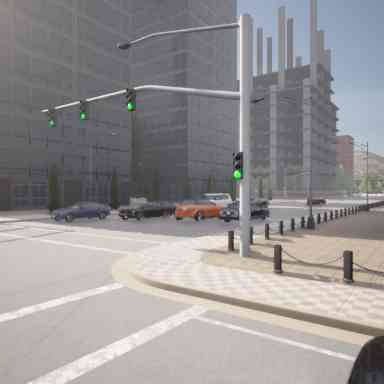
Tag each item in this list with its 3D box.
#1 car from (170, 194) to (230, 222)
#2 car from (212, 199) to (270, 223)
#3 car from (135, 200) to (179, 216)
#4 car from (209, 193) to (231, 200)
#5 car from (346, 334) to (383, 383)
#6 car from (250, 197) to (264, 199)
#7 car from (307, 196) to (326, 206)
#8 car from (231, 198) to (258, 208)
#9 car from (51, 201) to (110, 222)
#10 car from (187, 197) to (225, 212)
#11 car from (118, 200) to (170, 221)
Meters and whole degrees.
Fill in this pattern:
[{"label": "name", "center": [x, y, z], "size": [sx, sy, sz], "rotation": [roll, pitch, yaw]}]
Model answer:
[{"label": "car", "center": [0.712, 1.296, 26.056], "size": [2.097, 1.767, 4.553], "rotation": [0, 0, 36]}, {"label": "car", "center": [3.937, 1.492, 24.546], "size": [2.033, 1.411, 5.357], "rotation": [0, 0, 36]}, {"label": "car", "center": [-3.389, 1.508, 32.682], "size": [1.994, 1.385, 4.181], "rotation": [0, 0, 36]}, {"label": "car", "center": [2.109, 1.166, 34.319], "size": [2.150, 2.045, 5.566], "rotation": [0, 0, 36]}, {"label": "car", "center": [3.036, 1.564, 1.803], "size": [4.181, 1.385, 1.994], "rotation": [0, 0, 36]}, {"label": "car", "center": [8.210, 1.422, 42.772], "size": [1.882, 1.535, 5.008], "rotation": [0, 0, 36]}, {"label": "car", "center": [19.634, 1.422, 52.323], "size": [1.882, 1.535, 5.008], "rotation": [0, 0, 36]}, {"label": "car", "center": [7.596, 1.545, 47.893], "size": [1.895, 1.301, 4.718], "rotation": [0, 0, 36]}, {"label": "car", "center": [-8.468, 1.470, 25.645], "size": [1.812, 1.442, 4.674], "rotation": [0, 0, 38]}, {"label": "car", "center": [1.751, 1.436, 39.809], "size": [2.128, 1.511, 4.902], "rotation": [0, 0, 36]}, {"label": "car", "center": [-3.599, 1.545, 26.404], "size": [1.895, 1.301, 4.718], "rotation": [0, 0, 36]}]
